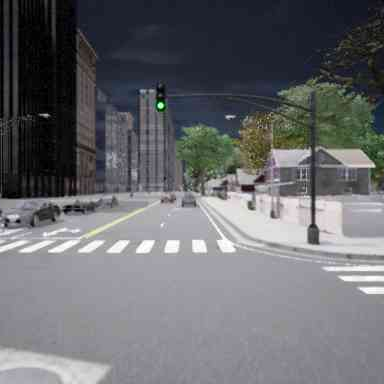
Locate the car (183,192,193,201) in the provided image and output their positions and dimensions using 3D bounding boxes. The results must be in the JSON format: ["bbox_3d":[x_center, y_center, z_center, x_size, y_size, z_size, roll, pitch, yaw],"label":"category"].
[{"bbox_3d":[-0.692,0.833,62.005,1.837,1.490,4.892,0,1,-1],"label":"car"}]

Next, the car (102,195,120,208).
[{"bbox_3d":[-10.197,1.097,40.580,1.812,1.442,4.674,0,1,-1],"label":"car"}]

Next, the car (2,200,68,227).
[{"bbox_3d":[-10.052,1.289,21.150,2.128,1.511,4.902,0,1,1],"label":"car"}]

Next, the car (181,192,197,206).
[{"bbox_3d":[-0.373,1.032,42.831,2.128,1.511,4.902,0,1,-1],"label":"car"}]

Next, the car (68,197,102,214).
[{"bbox_3d":[-10.124,1.290,30.470,1.895,1.301,4.718,0,1,0],"label":"car"}]

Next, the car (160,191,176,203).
[{"bbox_3d":[-3.818,0.973,51.201,1.812,1.442,4.674,0,1,-1],"label":"car"}]
